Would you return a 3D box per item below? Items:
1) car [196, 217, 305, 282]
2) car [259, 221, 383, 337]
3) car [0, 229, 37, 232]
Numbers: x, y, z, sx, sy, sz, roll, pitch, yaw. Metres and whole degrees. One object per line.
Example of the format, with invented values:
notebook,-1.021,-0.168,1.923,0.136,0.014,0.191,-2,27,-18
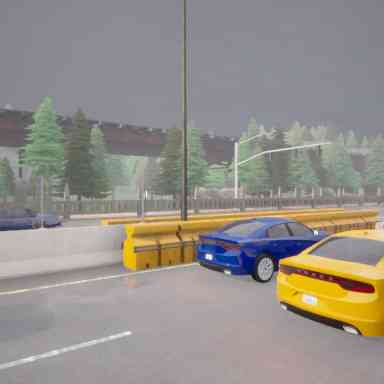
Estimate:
car,2.438,1.478,9.793,5.008,1.535,1.882,0,0,-36
car,3.799,1.478,6.464,5.008,1.535,1.882,0,0,-35
car,-10.105,1.547,18.162,5.357,1.411,2.033,0,0,-35
